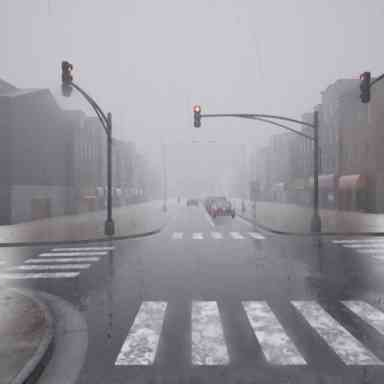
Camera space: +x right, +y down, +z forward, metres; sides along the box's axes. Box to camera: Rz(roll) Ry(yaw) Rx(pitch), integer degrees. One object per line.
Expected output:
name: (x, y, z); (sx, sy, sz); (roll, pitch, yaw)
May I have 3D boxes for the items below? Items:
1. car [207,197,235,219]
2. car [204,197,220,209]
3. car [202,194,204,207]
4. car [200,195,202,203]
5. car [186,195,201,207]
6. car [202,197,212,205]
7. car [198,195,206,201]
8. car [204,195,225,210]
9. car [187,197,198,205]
car: (2.687, 1.470, 29.711); (1.967, 1.590, 4.097); (-1, 0, 0)
car: (2.718, 1.509, 45.918); (1.967, 1.590, 4.097); (-1, 0, 0)
car: (2.706, 1.370, 40.516); (2.192, 1.841, 5.009); (-1, 0, 0)
car: (2.728, 1.525, 51.320); (1.967, 1.590, 4.097); (-1, 0, 0)
car: (0.106, 1.601, 54.773); (1.837, 1.490, 4.892); (0, 0, 0)
car: (2.751, 1.648, 62.295); (1.752, 1.417, 4.829); (-1, 0, 0)
car: (2.812, 1.702, 94.540); (1.967, 1.590, 4.097); (-1, 0, 0)
car: (2.696, 1.356, 35.113); (2.192, 1.841, 5.009); (-1, 0, 0)
car: (0.127, 1.697, 65.193); (1.994, 1.385, 4.181); (0, 0, 0)
